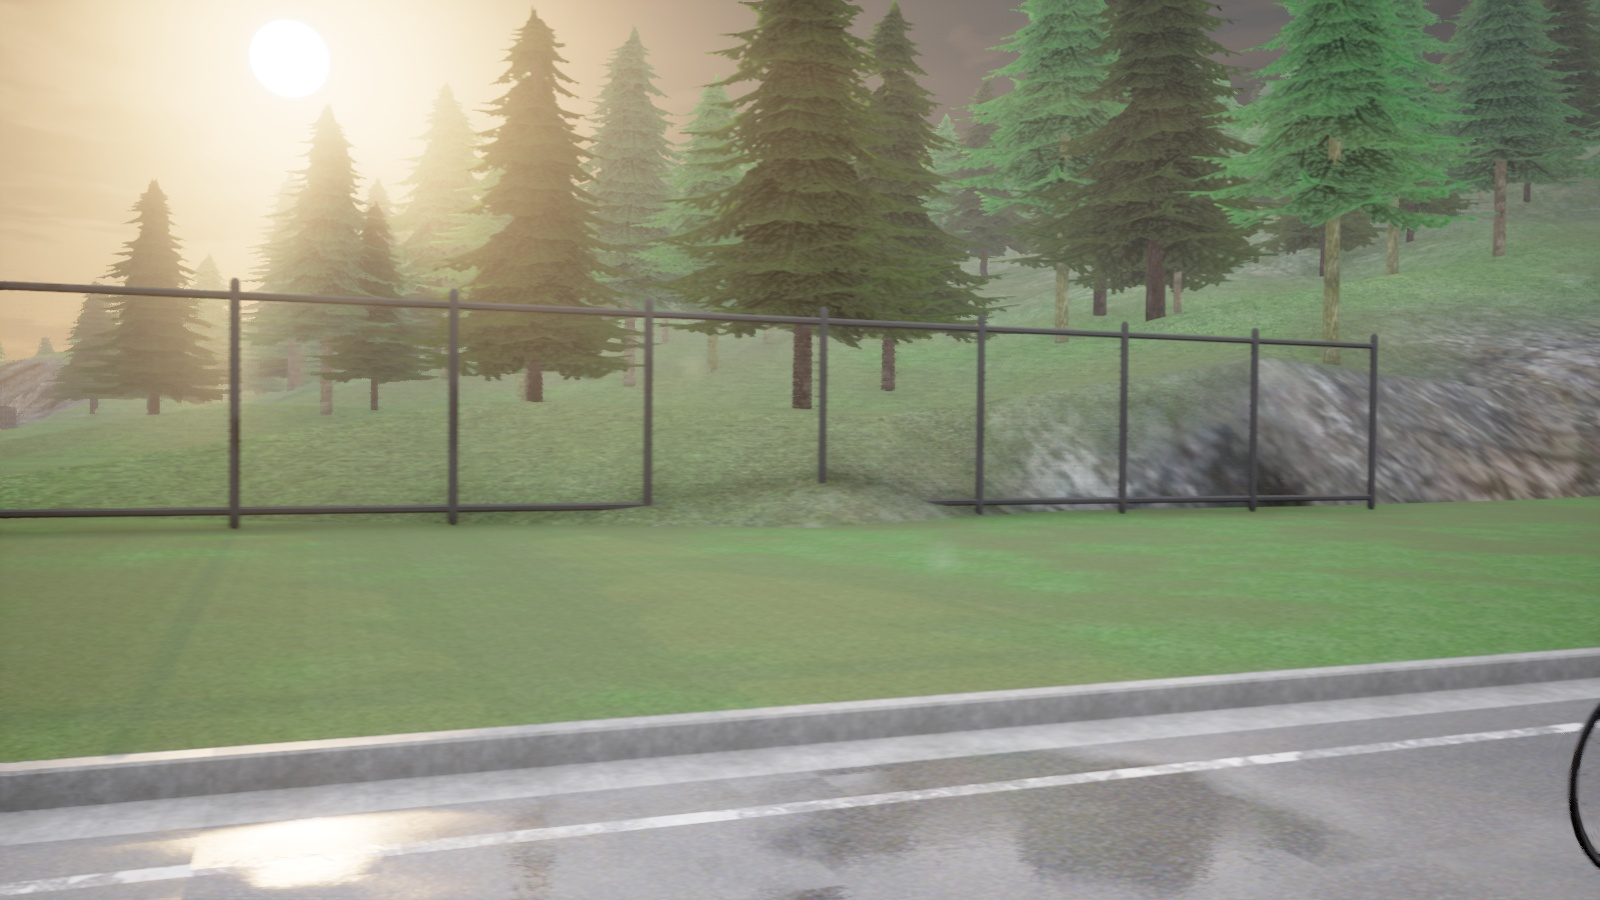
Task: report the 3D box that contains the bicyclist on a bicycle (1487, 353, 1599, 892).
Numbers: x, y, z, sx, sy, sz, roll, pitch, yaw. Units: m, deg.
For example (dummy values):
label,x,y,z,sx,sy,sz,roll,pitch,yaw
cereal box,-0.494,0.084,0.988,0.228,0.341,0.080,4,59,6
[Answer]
label,x,y,z,sx,sy,sz,roll,pitch,yaw
bicyclist on a bicycle,3.457,0.557,4.550,1.843,1.776,0.659,-1,1,-21
